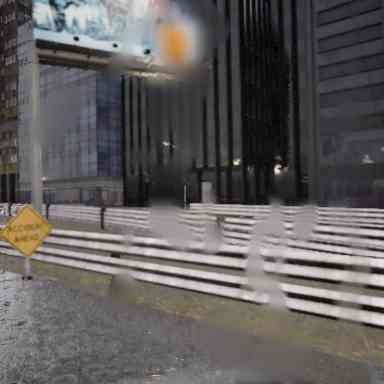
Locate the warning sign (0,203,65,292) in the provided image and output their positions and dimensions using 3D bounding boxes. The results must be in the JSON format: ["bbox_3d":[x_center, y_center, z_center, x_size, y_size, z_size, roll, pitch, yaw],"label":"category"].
[{"bbox_3d":[-3.944,1.218,7.956,1.060,1.860,1.300,-2,0,35],"label":"warning sign"}]
